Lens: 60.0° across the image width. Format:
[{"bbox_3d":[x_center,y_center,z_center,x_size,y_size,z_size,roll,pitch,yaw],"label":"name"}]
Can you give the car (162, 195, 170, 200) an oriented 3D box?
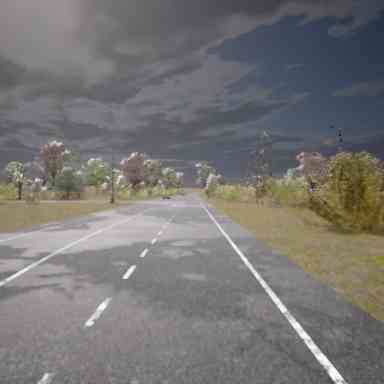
[{"bbox_3d":[-6.938,1.457,89.173,1.895,1.301,4.718,0,0,0],"label":"car"}]
